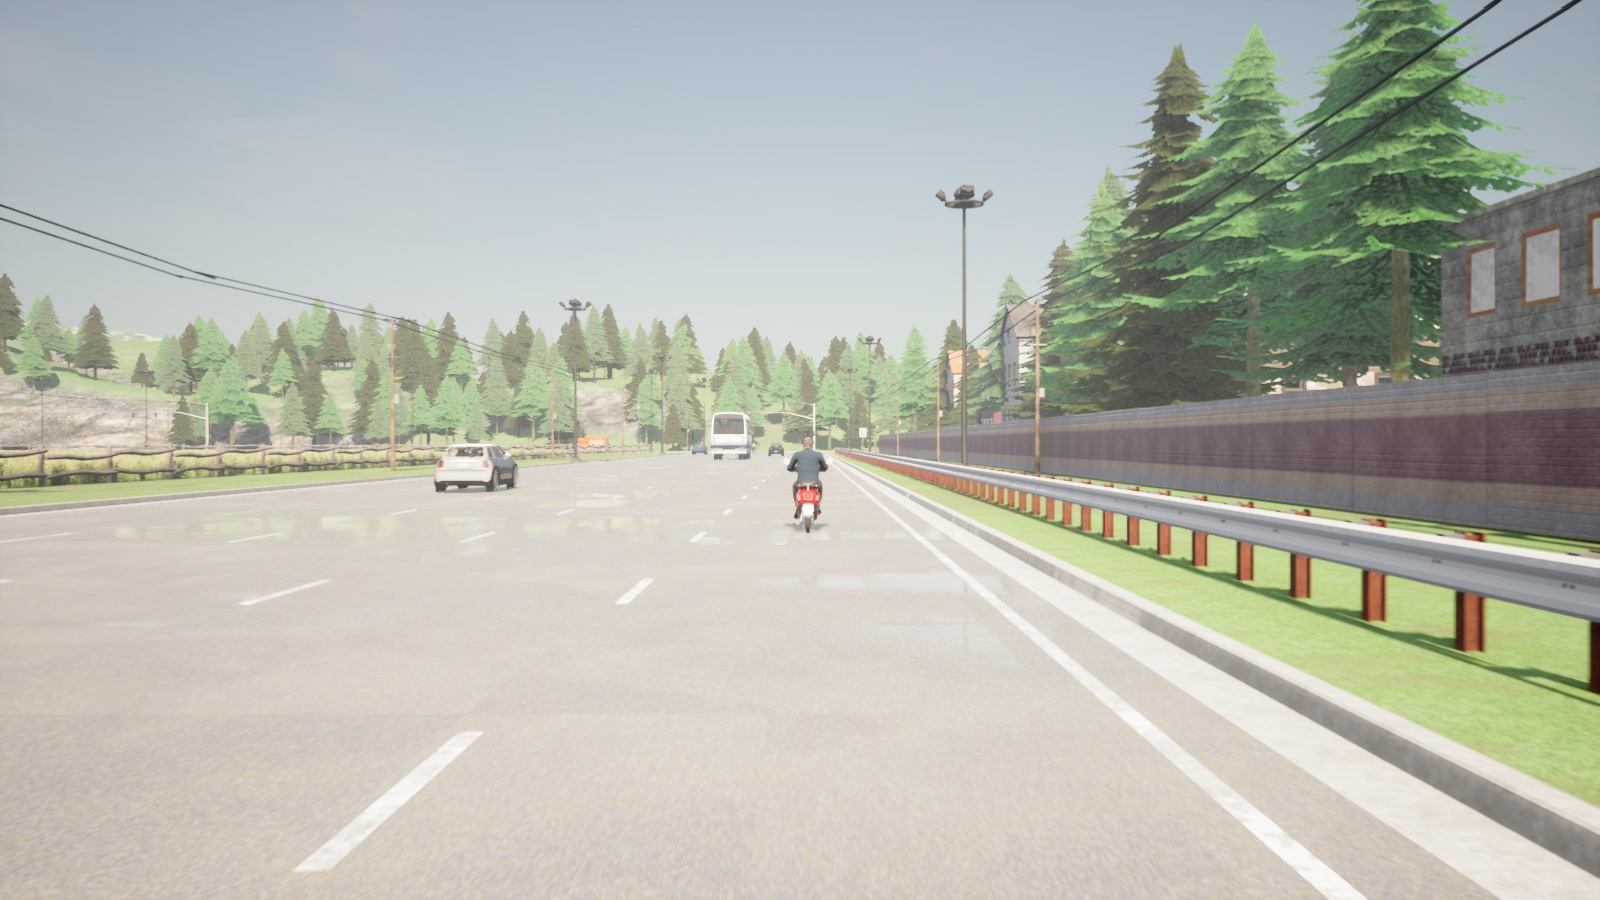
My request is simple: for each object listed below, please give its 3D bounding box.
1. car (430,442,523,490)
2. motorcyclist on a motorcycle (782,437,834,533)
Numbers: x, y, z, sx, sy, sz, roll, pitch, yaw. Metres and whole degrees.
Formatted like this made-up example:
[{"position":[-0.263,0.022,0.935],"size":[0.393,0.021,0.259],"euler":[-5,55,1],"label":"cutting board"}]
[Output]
[{"position":[-10.256,0.481,40.106],"size":[1.970,1.475,3.806],"euler":[0,0,0],"label":"car"},{"position":[0.139,0.579,21.753],"size":[0.866,1.590,1.817],"euler":[0,0,0],"label":"motorcyclist on a motorcycle"}]
